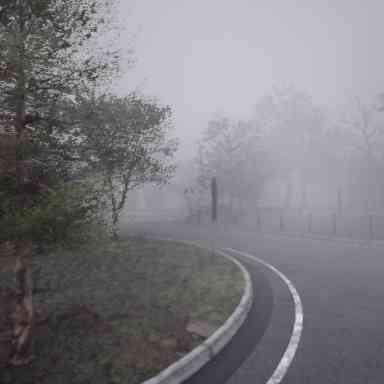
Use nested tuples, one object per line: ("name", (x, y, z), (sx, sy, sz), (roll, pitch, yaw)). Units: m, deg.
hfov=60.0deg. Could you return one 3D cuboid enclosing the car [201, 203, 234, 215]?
("car", (2.996, 2.063, 40.940), (4.181, 1.385, 1.994), (-1, -1, -22))
